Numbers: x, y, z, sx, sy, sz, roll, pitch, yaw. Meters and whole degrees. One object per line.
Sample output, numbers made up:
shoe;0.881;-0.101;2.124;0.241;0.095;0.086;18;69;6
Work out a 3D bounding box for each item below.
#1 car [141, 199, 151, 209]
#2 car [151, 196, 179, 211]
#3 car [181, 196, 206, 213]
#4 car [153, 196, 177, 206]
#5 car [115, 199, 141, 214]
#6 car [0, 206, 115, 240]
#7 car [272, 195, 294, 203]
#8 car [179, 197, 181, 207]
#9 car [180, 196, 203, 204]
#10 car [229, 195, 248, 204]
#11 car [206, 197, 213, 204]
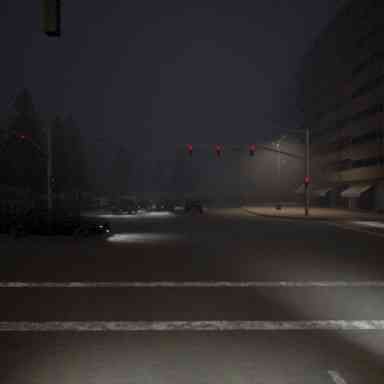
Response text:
car;-6.407;1.587;44.083;1.895;1.301;4.718;0;0;6
car;-3.217;1.479;40.587;2.128;1.511;4.902;0;0;4
car;0.187;1.480;37.247;2.128;1.511;4.902;0;0;1
car;-4.280;1.475;53.926;2.128;1.511;4.902;0;0;20
car;-6.952;1.515;35.004;1.812;1.442;4.674;0;0;2
car;-6.889;1.564;16.642;5.357;1.411;2.033;0;0;0
car;18.506;1.457;67.505;5.008;1.535;1.882;0;0;-33
car;-1.902;1.532;50.317;2.033;1.411;5.357;0;0;15
car;-0.023;1.472;63.087;2.128;1.511;4.902;0;0;32
car;8.875;1.332;63.163;2.097;1.767;4.553;0;0;38
car;1.991;1.582;59.544;1.895;1.301;4.718;0;0;31
